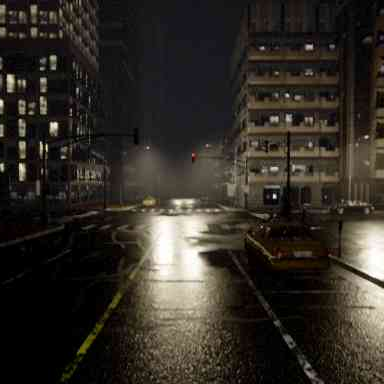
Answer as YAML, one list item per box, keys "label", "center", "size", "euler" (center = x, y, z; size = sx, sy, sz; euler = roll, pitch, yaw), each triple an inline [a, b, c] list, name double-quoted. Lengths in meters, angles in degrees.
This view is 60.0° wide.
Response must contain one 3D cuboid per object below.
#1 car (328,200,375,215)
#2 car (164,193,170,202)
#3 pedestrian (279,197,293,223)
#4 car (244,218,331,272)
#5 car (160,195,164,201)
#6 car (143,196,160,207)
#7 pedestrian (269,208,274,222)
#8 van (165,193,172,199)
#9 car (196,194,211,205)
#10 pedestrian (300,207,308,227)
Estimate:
- label: "car"
  center: [16.026, 1.535, 33.599]
  size: [4.403, 1.369, 2.008]
  euler: [0, 1, 0]
- label: "car"
  center: [-6.314, 1.341, 70.845]
  size: [1.887, 1.381, 4.507]
  euler: [-1, 0, 0]
- label: "pedestrian"
  center: [5.293, 1.087, 18.691]
  size: [0.375, 1.860, 0.375]
  euler: [-1, 1, 0]
- label: "car"
  center: [2.719, 1.494, 10.519]
  size: [1.752, 1.417, 4.829]
  euler: [-1, 0, 0]
- label: "car"
  center: [-6.167, 1.410, 53.883]
  size: [1.947, 1.339, 4.313]
  euler: [-1, 0, 0]
- label: "car"
  center: [-6.117, 1.386, 48.058]
  size: [1.752, 1.417, 4.829]
  euler: [-1, 0, 0]
- label: "pedestrian"
  center: [4.795, 1.467, 19.895]
  size: [0.500, 1.100, 0.500]
  euler: [-1, 1, 0]
- label: "van"
  center: [-6.514, 1.075, 93.463]
  size: [1.690, 1.788, 3.998]
  euler: [-1, 0, 0]
- label: "car"
  center: [2.213, 1.395, 53.956]
  size: [2.008, 1.369, 4.403]
  euler: [-1, 0, 0]
- label: "pedestrian"
  center: [6.513, 1.090, 19.302]
  size: [0.375, 1.860, 0.375]
  euler: [-1, 1, 0]
